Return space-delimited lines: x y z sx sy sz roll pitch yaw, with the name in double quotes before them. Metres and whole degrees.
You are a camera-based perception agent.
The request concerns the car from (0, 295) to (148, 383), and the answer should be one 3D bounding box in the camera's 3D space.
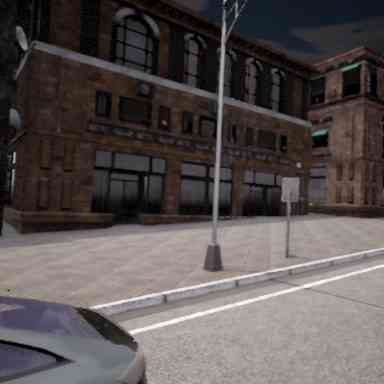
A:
"car" -2.369 1.563 2.301 4.181 1.385 1.994 0 0 -35
